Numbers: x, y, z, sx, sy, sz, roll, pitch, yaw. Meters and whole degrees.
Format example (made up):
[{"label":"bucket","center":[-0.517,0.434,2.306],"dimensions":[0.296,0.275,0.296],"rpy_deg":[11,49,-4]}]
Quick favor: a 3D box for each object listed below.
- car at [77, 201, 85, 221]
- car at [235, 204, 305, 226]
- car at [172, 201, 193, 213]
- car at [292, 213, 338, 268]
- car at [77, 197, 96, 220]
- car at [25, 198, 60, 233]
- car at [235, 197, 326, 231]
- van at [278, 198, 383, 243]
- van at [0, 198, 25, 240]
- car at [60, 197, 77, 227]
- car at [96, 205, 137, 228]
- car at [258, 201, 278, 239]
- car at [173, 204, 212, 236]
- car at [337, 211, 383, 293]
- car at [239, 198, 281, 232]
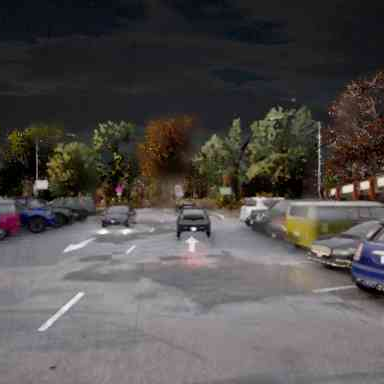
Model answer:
[{"label":"car","center":[-11.008,1.726,25.614],"dimensions":[4.792,1.488,2.163],"rpy_deg":[-1,-1,-20]},{"label":"car","center":[5.940,1.724,25.517],"dimensions":[4.792,1.488,2.163],"rpy_deg":[1,-1,-20]},{"label":"car","center":[-0.856,1.793,37.255],"dimensions":[2.128,1.511,4.902],"rpy_deg":[1,-1,-17]},{"label":"car","center":[5.943,1.574,10.384],"dimensions":[4.892,1.521,2.231],"rpy_deg":[1,0,-20]},{"label":"car","center":[-11.052,1.469,28.534],"dimensions":[5.566,2.045,2.435],"rpy_deg":[-1,0,-20]},{"label":"car","center":[-11.000,1.397,19.691],"dimensions":[5.566,2.045,2.435],"rpy_deg":[-1,-1,-20]},{"label":"car","center":[5.948,1.419,22.495],"dimensions":[5.566,2.045,2.435],"rpy_deg":[1,-1,-20]},{"label":"van","center":[6.044,1.373,13.454],"dimensions":[4.442,1.987,1.878],"rpy_deg":[1,-1,-20]},{"label":"van","center":[-11.128,1.401,16.673],"dimensions":[4.442,1.987,1.878],"rpy_deg":[-1,0,-20]},{"label":"car","center":[-11.001,1.421,22.650],"dimensions":[5.566,2.045,2.435],"rpy_deg":[-1,-1,-20]},{"label":"car","center":[-5.153,1.701,23.982],"dimensions":[1.837,1.490,4.892],"rpy_deg":[0,0,0]},{"label":"car","center":[5.965,1.496,16.436],"dimensions":[4.553,1.767,2.185],"rpy_deg":[1,0,-20]},{"label":"car","center":[0.081,1.663,19.391],"dimensions":[1.837,1.490,4.892],"rpy_deg":[0,-1,0]},{"label":"car","center":[5.902,1.422,7.365],"dimensions":[4.553,1.767,2.185],"rpy_deg":[1,-1,-20]},{"label":"car","center":[5.910,1.394,19.435],"dimensions":[5.566,2.045,2.435],"rpy_deg":[1,0,-20]}]
